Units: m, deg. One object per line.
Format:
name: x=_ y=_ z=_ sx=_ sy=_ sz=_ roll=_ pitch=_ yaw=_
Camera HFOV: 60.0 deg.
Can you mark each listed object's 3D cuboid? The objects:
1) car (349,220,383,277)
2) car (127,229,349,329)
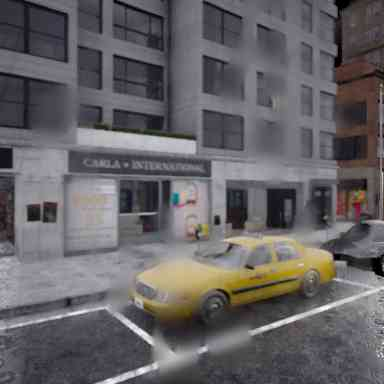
car: x=5.849 y=1.582 z=10.343 sx=4.313 sy=1.339 sz=1.947 roll=0 pitch=0 yaw=-35
car: x=1.081 y=1.533 z=6.951 sx=4.829 sy=1.417 sz=1.752 roll=0 pitch=0 yaw=-35
